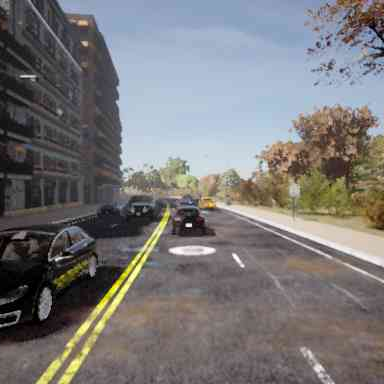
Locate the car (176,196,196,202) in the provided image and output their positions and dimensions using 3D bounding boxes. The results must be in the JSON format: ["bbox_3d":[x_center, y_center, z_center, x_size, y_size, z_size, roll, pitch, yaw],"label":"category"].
[{"bbox_3d":[-0.987,1.486,37.139,2.128,1.511,4.902,0,0,-3],"label":"car"}]

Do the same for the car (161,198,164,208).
[{"bbox_3d":[-5.082,1.594,48.980,1.895,1.301,4.718,0,0,-4],"label":"car"}]

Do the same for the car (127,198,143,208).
[{"bbox_3d":[-8.328,1.608,48.821,1.994,1.385,4.181,0,0,-4],"label":"car"}]

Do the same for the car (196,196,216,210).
[{"bbox_3d":[1.930,1.467,42.801,1.882,1.535,5.008,0,0,-4],"label":"car"}]

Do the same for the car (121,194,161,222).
[{"bbox_3d":[-3.925,1.223,26.508,2.150,2.045,5.566,0,0,-2],"label":"car"}]

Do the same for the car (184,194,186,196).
[{"bbox_3d":[-1.229,1.319,77.485,2.097,1.767,4.553,0,0,-7],"label":"car"}]

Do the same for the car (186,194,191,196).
[{"bbox_3d":[0.588,1.471,60.245,2.128,1.511,4.902,0,0,-5],"label":"car"}]

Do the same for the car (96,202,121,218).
[{"bbox_3d":[-7.347,1.567,30.418,1.994,1.385,4.181,0,0,-3],"label":"car"}]

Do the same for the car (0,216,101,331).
[{"bbox_3d":[-3.425,1.507,7.130,1.837,1.490,4.892,0,0,-1],"label":"car"}]

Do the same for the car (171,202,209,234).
[{"bbox_3d":[-0.225,1.526,19.197,1.812,1.442,4.674,0,0,-2],"label":"car"}]
